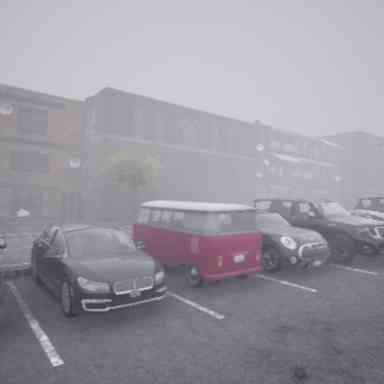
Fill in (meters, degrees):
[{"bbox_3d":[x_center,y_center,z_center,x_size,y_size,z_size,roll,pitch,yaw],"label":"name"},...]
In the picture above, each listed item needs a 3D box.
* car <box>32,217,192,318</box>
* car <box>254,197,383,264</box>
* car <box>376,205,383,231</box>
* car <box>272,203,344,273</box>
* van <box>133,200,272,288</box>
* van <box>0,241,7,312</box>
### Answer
[{"bbox_3d":[-2.382,1.486,7.697,2.231,1.521,4.892,0,0,-35],"label":"car"},{"bbox_3d":[4.487,1.253,12.549,2.435,2.045,5.566,0,0,-35],"label":"car"},{"bbox_3d":[13.602,1.566,19.073,2.231,1.521,4.892,1,0,-35],"label":"car"},{"bbox_3d":[2.170,1.370,10.973,2.185,1.767,4.553,0,0,-35],"label":"car"},{"bbox_3d":[-0.163,1.264,9.415,1.878,1.987,4.442,0,0,-35],"label":"van"},{"bbox_3d":[-4.593,1.253,5.971,1.878,1.987,4.442,0,0,-36],"label":"van"}]
